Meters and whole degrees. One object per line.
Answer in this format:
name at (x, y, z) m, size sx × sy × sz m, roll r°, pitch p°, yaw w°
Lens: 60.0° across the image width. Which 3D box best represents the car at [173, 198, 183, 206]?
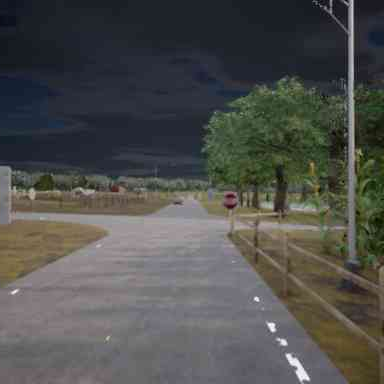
car at (-2.732, 1.907, 64.447) m, size 2.033 × 1.411 × 5.357 m, roll 0°, pitch 0°, yaw 0°
